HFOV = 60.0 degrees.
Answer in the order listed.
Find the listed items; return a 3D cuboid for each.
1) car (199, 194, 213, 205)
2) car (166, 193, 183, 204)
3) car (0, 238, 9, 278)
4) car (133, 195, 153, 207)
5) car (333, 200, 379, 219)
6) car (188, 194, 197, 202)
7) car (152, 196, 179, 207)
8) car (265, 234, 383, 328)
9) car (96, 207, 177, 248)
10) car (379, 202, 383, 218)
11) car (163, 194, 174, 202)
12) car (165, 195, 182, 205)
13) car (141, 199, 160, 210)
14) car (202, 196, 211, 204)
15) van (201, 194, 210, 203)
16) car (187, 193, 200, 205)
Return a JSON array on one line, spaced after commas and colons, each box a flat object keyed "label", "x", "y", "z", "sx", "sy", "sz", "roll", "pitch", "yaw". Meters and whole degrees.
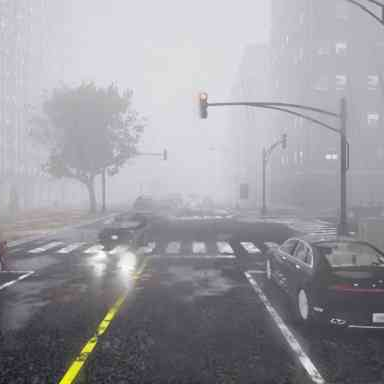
[{"label": "car", "x": 2.859, "y": 1.611, "z": 61.384, "sx": 1.947, "sy": 1.339, "sz": 4.313, "roll": 0, "pitch": 0, "yaw": 0}, {"label": "car", "x": -2.887, "y": 1.264, "z": 59.696, "sx": 2.150, "sy": 2.045, "sz": 5.566, "roll": 0, "pitch": 0, "yaw": 3}, {"label": "car", "x": -5.673, "y": 1.545, "z": 6.928, "sx": 1.887, "sy": 1.381, "sz": 4.507, "roll": 0, "pitch": 0, "yaw": 0}, {"label": "car", "x": -5.584, "y": 1.336, "z": 39.316, "sx": 2.192, "sy": 1.841, "sz": 5.009, "roll": 0, "pitch": 0, "yaw": 0}, {"label": "car", "x": 13.497, "y": 1.350, "z": 26.280, "sx": 4.403, "sy": 1.369, "sz": 2.008, "roll": -1, "pitch": 1, "yaw": 0}, {"label": "car", "x": 0.219, "y": 1.428, "z": 78.856, "sx": 2.097, "sy": 1.767, "sz": 4.553, "roll": 0, "pitch": 0, "yaw": 0}, {"label": "car", "x": -2.995, "y": 1.568, "z": 38.600, "sx": 2.033, "sy": 1.411, "sz": 5.357, "roll": 0, "pitch": 0, "yaw": 0}, {"label": "car", "x": 2.707, "y": 1.551, "z": 6.904, "sx": 2.008, "sy": 1.369, "sz": 4.403, "roll": 0, "pitch": 0, "yaw": 0}, {"label": "car", "x": -2.381, "y": 1.567, "z": 14.758, "sx": 1.994, "sy": 1.385, "sz": 4.181, "roll": 0, "pitch": 0, "yaw": 19}, {"label": "car", "x": 16.392, "y": 1.360, "z": 23.723, "sx": 4.718, "sy": 1.301, "sz": 1.895, "roll": -1, "pitch": 0, "yaw": 0}, {"label": "car", "x": -5.476, "y": 1.386, "z": 77.976, "sx": 2.192, "sy": 1.841, "sz": 5.009, "roll": 0, "pitch": 0, "yaw": 0}, {"label": "car", "x": -2.965, "y": 1.578, "z": 49.053, "sx": 2.033, "sy": 1.411, "sz": 5.357, "roll": 0, "pitch": 0, "yaw": 0}, {"label": "car", "x": -5.568, "y": 1.592, "z": 44.839, "sx": 1.947, "sy": 1.339, "sz": 4.313, "roll": 0, "pitch": 0, "yaw": 0}, {"label": "car", "x": 2.875, "y": 1.578, "z": 67.076, "sx": 1.752, "sy": 1.417, "sz": 4.829, "roll": 0, "pitch": 0, "yaw": 0}, {"label": "van", "x": 2.889, "y": 1.402, "z": 72.430, "sx": 1.690, "sy": 1.788, "sz": 3.998, "roll": 0, "pitch": 0, "yaw": 0}, {"label": "car", "x": 0.275, "y": 1.267, "z": 61.685, "sx": 2.150, "sy": 2.045, "sz": 5.566, "roll": 0, "pitch": 0, "yaw": 0}]
